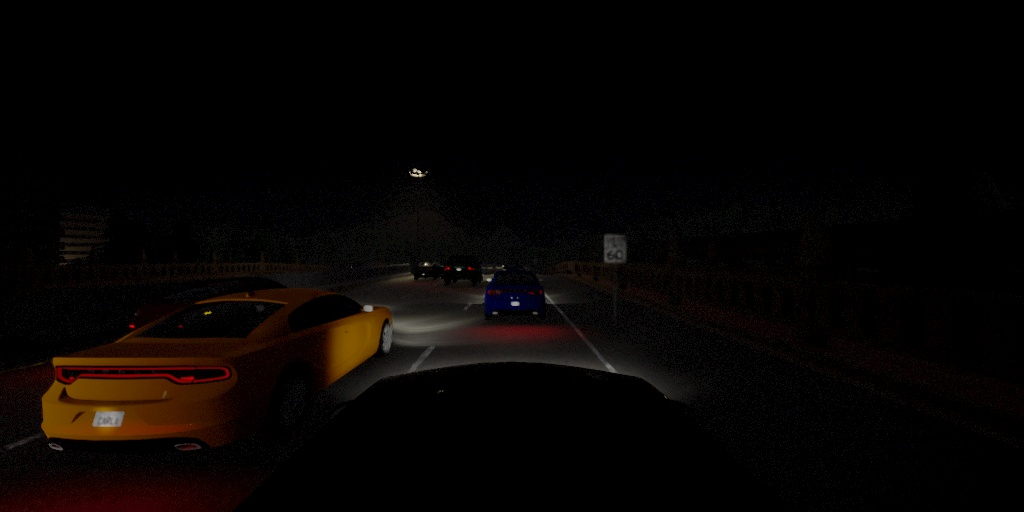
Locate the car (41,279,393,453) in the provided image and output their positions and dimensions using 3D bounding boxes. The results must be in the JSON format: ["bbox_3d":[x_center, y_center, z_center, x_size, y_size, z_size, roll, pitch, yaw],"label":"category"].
[{"bbox_3d":[-3.409,1.225,5.508,1.882,1.535,5.008,0,0,0],"label":"car"}]

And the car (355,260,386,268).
[{"bbox_3d":[-14.118,1.342,37.262,1.812,1.442,4.674,0,-1,0],"label":"car"}]

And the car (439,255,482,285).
[{"bbox_3d":[-3.416,0.958,25.710,2.150,2.045,5.566,0,0,0],"label":"car"}]

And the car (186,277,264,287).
[{"bbox_3d":[-6.909,1.271,9.252,1.812,1.442,4.674,0,0,0],"label":"car"}]

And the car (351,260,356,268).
[{"bbox_3d":[-17.610,1.569,44.413,1.882,1.535,5.008,0,-3,0],"label":"car"}]

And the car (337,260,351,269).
[{"bbox_3d":[-21.107,1.509,47.767,2.150,2.045,5.566,0,-4,0],"label":"car"}]

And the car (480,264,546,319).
[{"bbox_3d":[0.091,1.221,12.793,1.882,1.535,5.008,0,0,0],"label":"car"}]

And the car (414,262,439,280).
[{"bbox_3d":[-6.920,1.227,30.470,2.128,1.511,4.902,0,0,0],"label":"car"}]
